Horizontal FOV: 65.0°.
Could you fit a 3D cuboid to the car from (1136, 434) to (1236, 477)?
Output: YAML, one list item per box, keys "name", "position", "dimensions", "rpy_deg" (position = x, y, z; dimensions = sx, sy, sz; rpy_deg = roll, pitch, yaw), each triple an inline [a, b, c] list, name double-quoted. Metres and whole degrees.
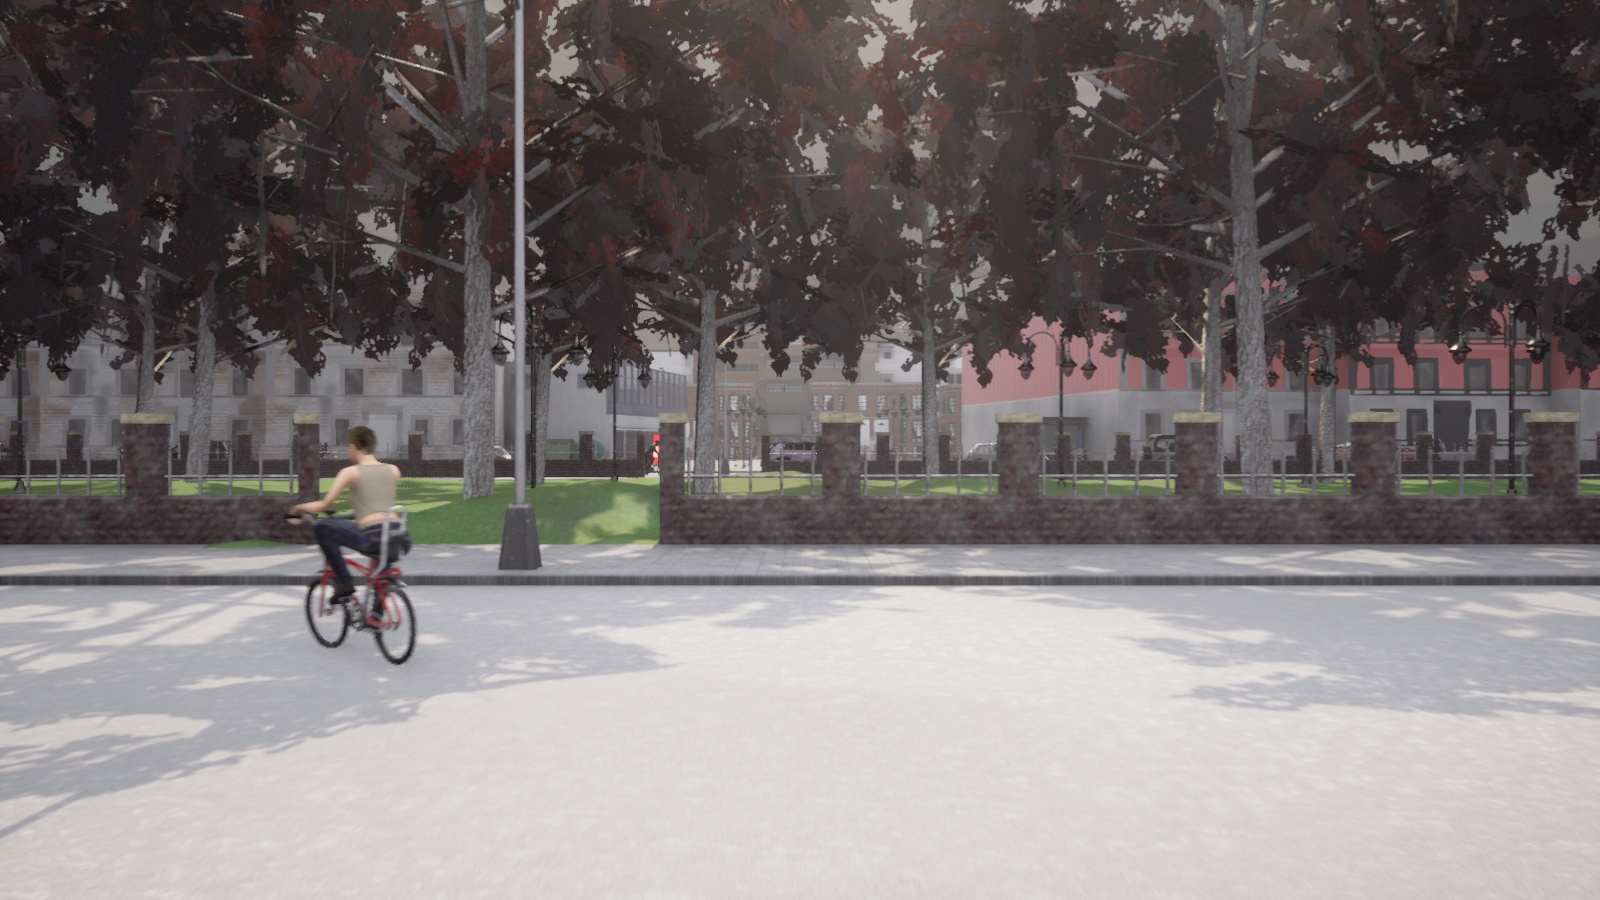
- name: "car"
  position: [17.225, 0.236, 56.172]
  dimensions: [3.866, 1.878, 1.905]
  rpy_deg: [0, 0, 1]

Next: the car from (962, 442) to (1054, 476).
- name: "car"
  position: [9.280, 0.400, 56.248]
  dimensions: [3.806, 1.475, 1.970]
  rpy_deg: [0, 0, 1]

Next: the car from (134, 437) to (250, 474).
- name: "car"
  position: [-29.284, 0.245, 60.590]
  dimensions: [4.553, 1.767, 2.097]
  rpy_deg: [0, 0, 0]

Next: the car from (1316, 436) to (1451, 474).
- name: "car"
  position: [26.010, 0.225, 56.102]
  dimensions: [5.027, 1.651, 2.152]
  rpy_deg: [0, 0, 1]

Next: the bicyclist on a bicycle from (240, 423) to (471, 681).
- name: "bicyclist on a bicycle"
  position: [-3.098, 0.632, 8.705]
  dimensions: [1.509, 1.612, 0.866]
  rpy_deg: [0, 2, 43]

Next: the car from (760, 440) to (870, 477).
- name: "car"
  position: [0.658, 0.359, 56.328]
  dimensions: [4.856, 1.649, 2.033]
  rpy_deg: [0, 0, 0]
